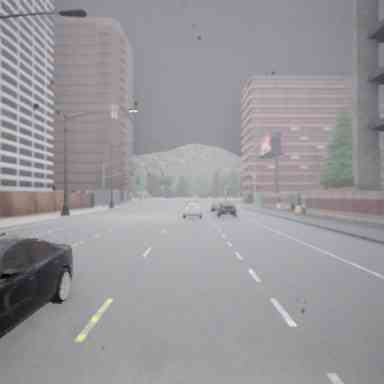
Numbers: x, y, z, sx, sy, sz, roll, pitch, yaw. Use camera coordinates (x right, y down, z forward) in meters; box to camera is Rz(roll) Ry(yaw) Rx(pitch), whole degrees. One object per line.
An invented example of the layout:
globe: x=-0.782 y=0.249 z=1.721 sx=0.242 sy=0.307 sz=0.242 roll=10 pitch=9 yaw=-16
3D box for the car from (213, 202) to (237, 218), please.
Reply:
car: x=3.544 y=1.826 z=34.718 sx=1.837 sy=1.490 sz=4.892 roll=0 pitch=-1 yaw=0

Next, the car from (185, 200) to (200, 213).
car: x=0.051 y=1.886 z=44.067 sx=1.882 sy=1.535 sz=5.008 roll=0 pitch=0 yaw=0

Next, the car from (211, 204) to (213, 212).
car: x=3.498 y=2.013 z=44.507 sx=1.895 sy=1.301 sz=4.718 roll=0 pitch=-1 yaw=1

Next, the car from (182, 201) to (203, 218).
car: x=0.067 y=1.836 z=33.432 sx=1.812 sy=1.442 sz=4.674 roll=0 pitch=-1 yaw=0

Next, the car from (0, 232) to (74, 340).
car: x=-3.596 y=1.531 z=5.536 sx=1.882 sy=1.535 sz=5.008 roll=0 pitch=0 yaw=0
